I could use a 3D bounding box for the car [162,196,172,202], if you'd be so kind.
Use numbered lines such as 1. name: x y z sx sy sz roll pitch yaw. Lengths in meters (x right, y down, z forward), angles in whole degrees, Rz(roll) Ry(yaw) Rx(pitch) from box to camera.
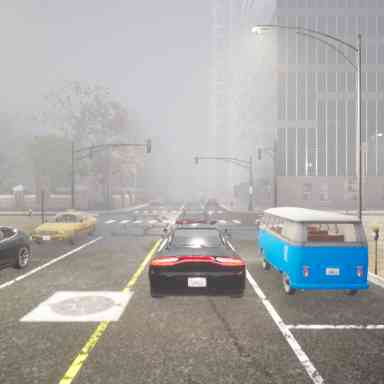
1. car: -5.588 1.537 74.971 1.802 1.307 4.206 0 0 0

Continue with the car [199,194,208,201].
1. car: 2.801 1.388 80.637 1.967 1.590 4.097 0 0 0

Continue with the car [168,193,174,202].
1. car: -5.595 1.277 69.289 2.192 1.841 5.009 0 0 0

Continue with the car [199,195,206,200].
1. car: 2.817 1.452 92.172 1.752 1.417 4.829 0 0 0

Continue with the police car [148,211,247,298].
1. police car: 0.108 1.501 8.611 2.038 1.542 4.974 0 0 0

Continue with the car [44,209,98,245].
1. car: -5.797 1.518 15.669 1.752 1.417 4.829 0 0 0

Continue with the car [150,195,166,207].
1. car: -5.619 1.517 52.240 1.887 1.381 4.507 0 0 0

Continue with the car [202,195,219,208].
1. car: 2.755 1.416 46.550 1.967 1.590 4.097 0 0 0

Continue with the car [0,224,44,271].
1. car: -5.759 1.562 8.435 1.947 1.339 4.313 0 0 0

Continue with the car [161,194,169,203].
1. car: -5.612 1.520 57.923 2.008 1.369 4.403 0 0 0

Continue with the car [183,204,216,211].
1. car: 0.123 1.555 17.573 1.994 1.385 4.181 0 0 0

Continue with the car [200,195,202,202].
1. car: 2.762 1.538 52.231 1.947 1.339 4.313 0 0 0

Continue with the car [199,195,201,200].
1. car: 2.793 1.521 74.955 1.947 1.339 4.313 0 0 0

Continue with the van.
1. van: 2.785 1.337 8.425 1.690 1.788 3.998 0 0 0
